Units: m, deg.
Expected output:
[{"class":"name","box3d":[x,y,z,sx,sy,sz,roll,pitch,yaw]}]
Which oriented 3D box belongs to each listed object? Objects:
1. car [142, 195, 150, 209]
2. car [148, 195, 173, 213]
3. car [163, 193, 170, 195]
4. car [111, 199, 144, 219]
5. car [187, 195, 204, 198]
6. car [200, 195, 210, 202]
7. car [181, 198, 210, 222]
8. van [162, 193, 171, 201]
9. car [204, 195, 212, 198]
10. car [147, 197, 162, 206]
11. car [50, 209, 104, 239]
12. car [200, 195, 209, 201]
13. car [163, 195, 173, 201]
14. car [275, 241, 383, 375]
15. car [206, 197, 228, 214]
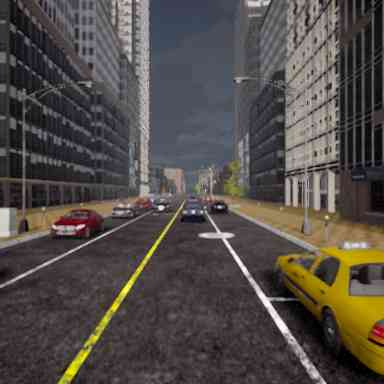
[{"class":"car","box3d":[-5.692,1.433,39.779,1.887,1.381,4.507,0,0,0]},{"class":"car","box3d":[-3.038,1.393,35.397,2.128,1.511,4.902,0,0,0]},{"class":"car","box3d":[-5.694,1.236,68.239,1.967,1.590,4.097,0,0,0]},{"class":"car","box3d":[-5.691,1.473,28.395,2.008,1.369,4.403,0,0,0]},{"class":"car","box3d":[0.096,1.309,42.378,2.033,1.649,4.856,0,0,0]},{"class":"car","box3d":[2.686,1.378,68.226,1.802,1.307,4.206,0,0,0]},{"class":"car","box3d":[0.096,1.476,25.955,2.033,1.411,5.357,0,0,0]},{"class":"van","box3d":[-5.694,1.117,73.932,1.690,1.788,3.998,0,0,0]},{"class":"car","box3d":[2.688,1.274,56.842,1.967,1.590,4.097,0,0,0]},{"class":"car","box3d":[-5.693,1.434,51.164,1.802,1.307,4.206,0,0,0]},{"class":"car","box3d":[-5.689,1.536,17.009,1.802,1.307,4.206,0,0,0]},{"class":"car","box3d":[2.686,1.301,74.088,1.752,1.417,4.829,0,0,0]},{"class":"car","box3d":[-5.695,1.322,79.625,1.947,1.339,4.313,0,0,0]},{"class":"car","box3d":[2.692,1.510,5.784,1.752,1.417,4.829,0,0,0]},{"class":"car","box3d":[2.689,1.471,34.075,1.947,1.339,4.313,0,0,0]}]
